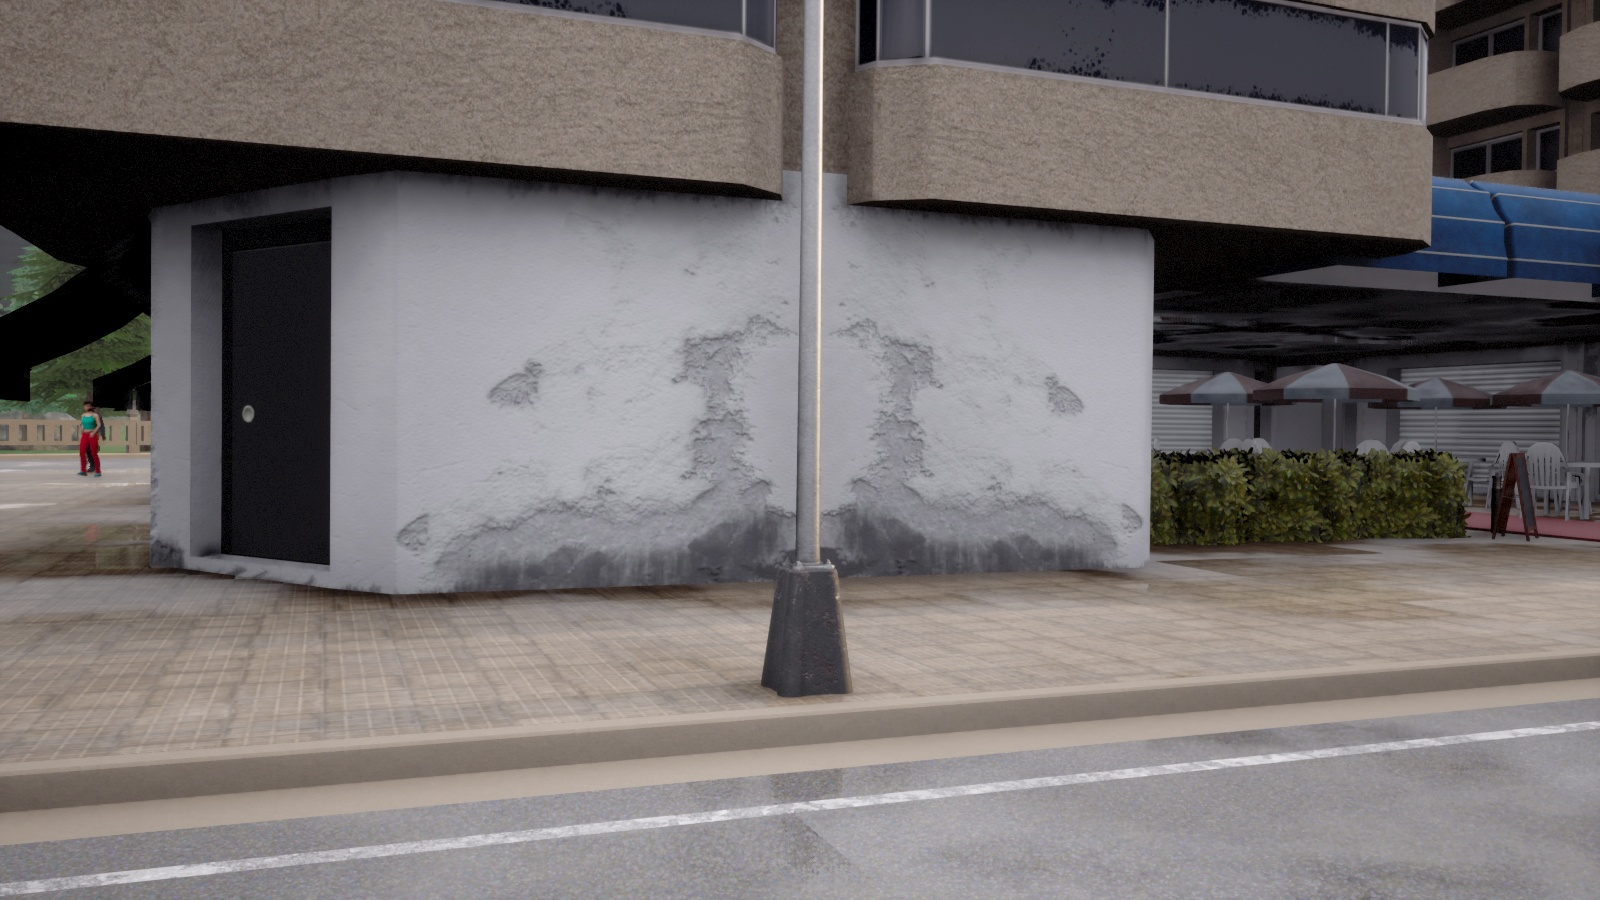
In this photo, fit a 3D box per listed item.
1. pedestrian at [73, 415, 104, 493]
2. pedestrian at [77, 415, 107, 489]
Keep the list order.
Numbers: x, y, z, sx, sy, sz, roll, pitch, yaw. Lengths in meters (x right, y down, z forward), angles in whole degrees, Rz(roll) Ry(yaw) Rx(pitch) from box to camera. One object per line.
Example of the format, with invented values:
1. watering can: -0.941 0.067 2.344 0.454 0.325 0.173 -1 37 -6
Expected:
1. pedestrian: -17.032 0.091 30.060 0.345 1.836 0.594 -1 1 6
2. pedestrian: -18.783 0.050 33.305 0.423 1.949 0.788 -1 1 -10
